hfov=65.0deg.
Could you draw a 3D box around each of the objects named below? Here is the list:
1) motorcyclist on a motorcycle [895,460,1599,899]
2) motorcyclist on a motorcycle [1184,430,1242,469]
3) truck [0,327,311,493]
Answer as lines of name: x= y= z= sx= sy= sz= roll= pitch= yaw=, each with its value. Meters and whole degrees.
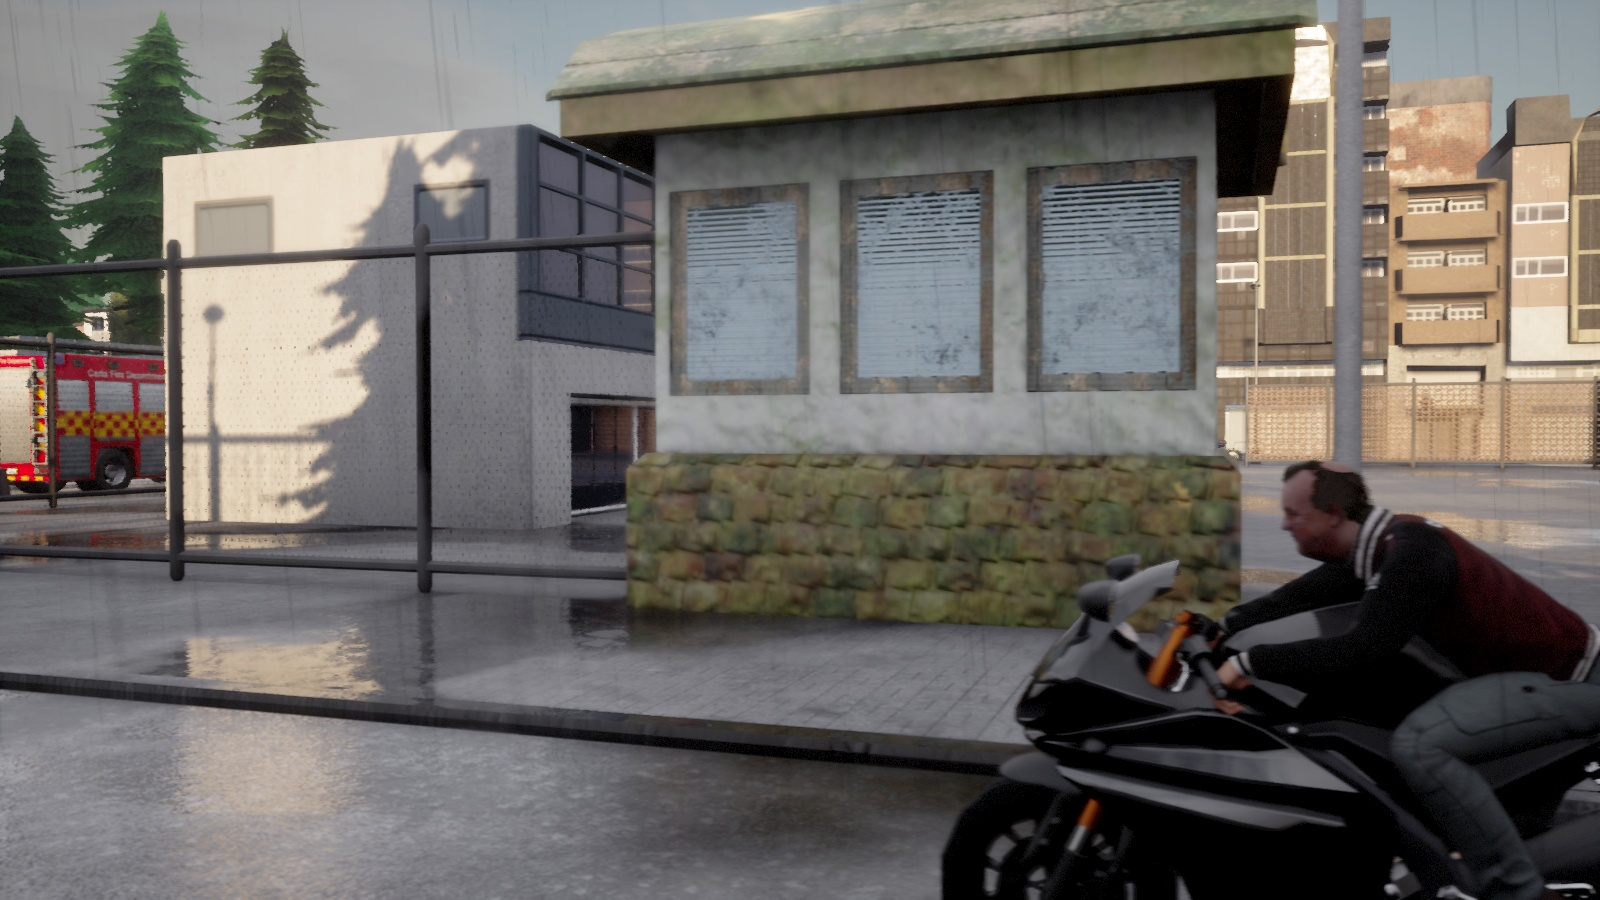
motorcyclist on a motorcycle: x=1.421 y=0.814 z=3.239 sx=2.191 sy=1.530 sz=0.866 roll=1 pitch=1 yaw=20
motorcyclist on a motorcycle: x=17.835 y=-0.027 z=54.238 sx=2.350 sy=1.649 sz=0.766 roll=1 pitch=1 yaw=19
truck: x=-17.121 y=-0.996 z=33.490 sx=2.891 sy=3.827 sz=8.468 roll=1 pitch=1 yaw=18
